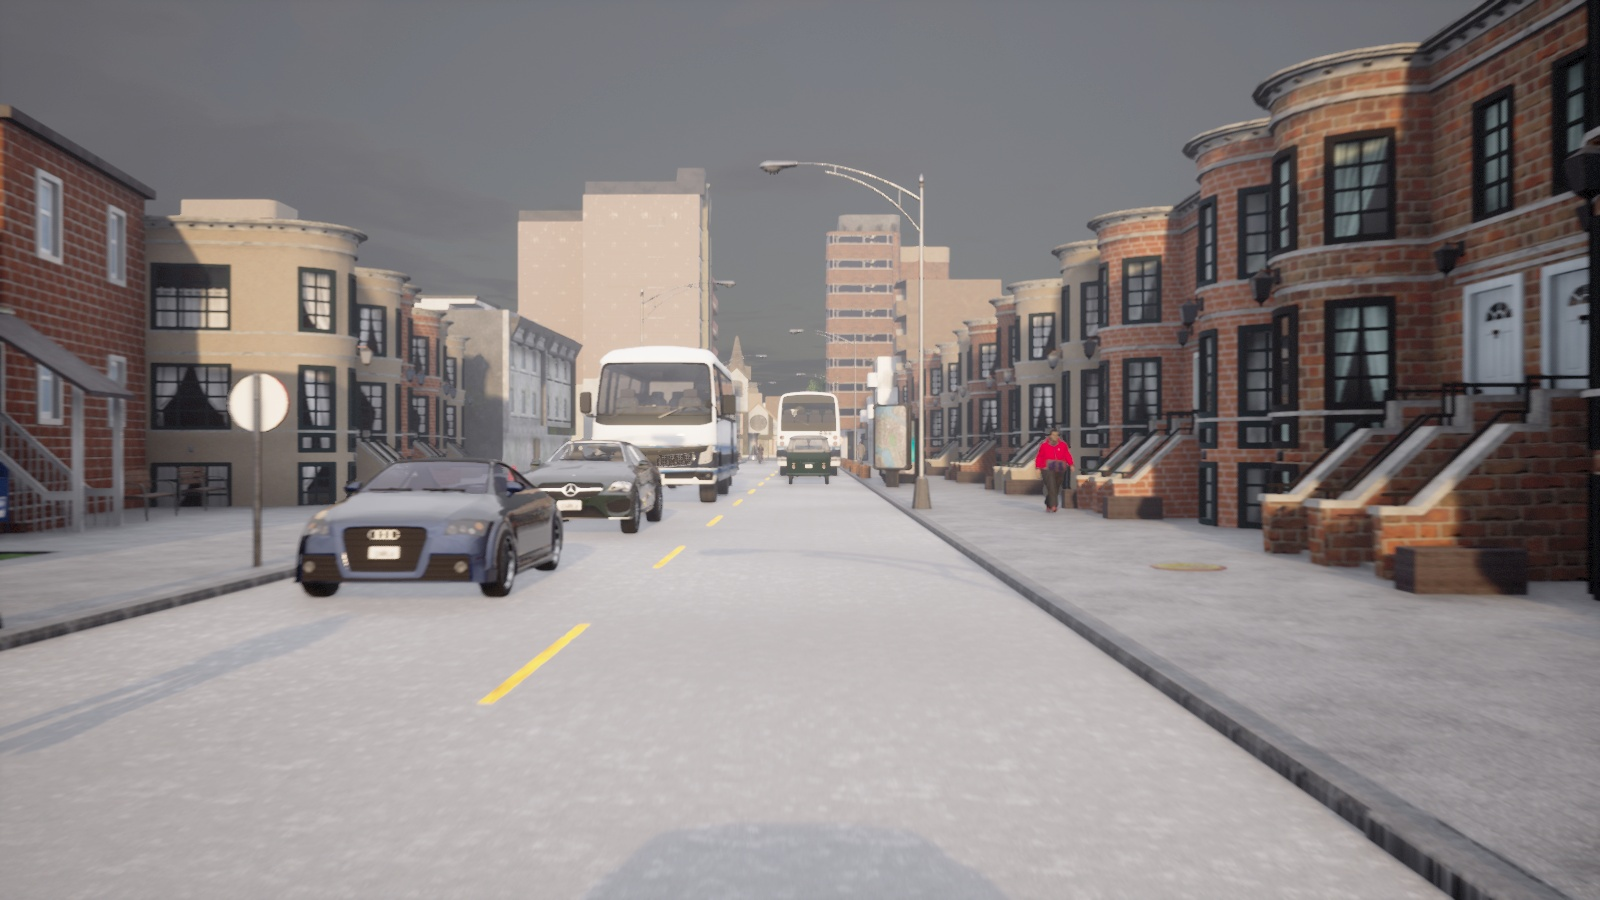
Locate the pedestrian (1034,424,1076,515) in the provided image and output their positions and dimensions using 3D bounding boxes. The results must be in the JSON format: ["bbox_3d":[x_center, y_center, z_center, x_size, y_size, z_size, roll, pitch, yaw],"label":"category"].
[{"bbox_3d":[5.235,0.392,25.846,0.634,1.844,0.899,0,0,-3],"label":"pedestrian"}]

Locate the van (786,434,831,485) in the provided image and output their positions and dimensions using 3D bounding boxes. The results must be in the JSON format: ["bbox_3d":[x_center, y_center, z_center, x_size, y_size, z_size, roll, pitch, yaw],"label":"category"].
[{"bbox_3d":[0.359,0.363,51.361,1.775,1.987,4.442,0,0,0],"label":"van"}]

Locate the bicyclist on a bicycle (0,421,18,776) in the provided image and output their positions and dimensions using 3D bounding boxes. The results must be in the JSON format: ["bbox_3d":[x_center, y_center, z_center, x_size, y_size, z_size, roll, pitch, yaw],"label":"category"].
[{"bbox_3d":[-3.949,0.683,5.035,0.582,1.620,1.656,0,0,0],"label":"bicyclist on a bicycle"}]

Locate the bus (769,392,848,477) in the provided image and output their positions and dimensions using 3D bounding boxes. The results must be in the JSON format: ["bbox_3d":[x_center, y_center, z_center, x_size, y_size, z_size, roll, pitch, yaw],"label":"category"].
[{"bbox_3d":[0.472,-0.810,68.029,3.944,4.253,10.273,0,0,0],"label":"bus"}]

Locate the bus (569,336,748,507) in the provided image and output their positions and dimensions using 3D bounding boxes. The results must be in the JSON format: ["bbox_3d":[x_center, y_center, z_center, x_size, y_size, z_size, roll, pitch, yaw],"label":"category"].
[{"bbox_3d":[-3.741,-0.729,36.414,3.944,4.253,10.273,0,0,0],"label":"bus"}]

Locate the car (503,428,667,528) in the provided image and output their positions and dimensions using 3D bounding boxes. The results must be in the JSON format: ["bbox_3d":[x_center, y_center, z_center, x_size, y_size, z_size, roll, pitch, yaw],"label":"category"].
[{"bbox_3d":[-3.829,0.460,23.325,2.152,1.651,5.027,0,0,0],"label":"car"}]

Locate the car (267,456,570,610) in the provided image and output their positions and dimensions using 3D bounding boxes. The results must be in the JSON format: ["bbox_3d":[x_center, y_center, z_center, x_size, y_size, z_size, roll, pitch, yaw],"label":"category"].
[{"bbox_3d":[-3.895,0.772,13.637,1.994,1.385,4.181,0,0,0],"label":"car"}]
